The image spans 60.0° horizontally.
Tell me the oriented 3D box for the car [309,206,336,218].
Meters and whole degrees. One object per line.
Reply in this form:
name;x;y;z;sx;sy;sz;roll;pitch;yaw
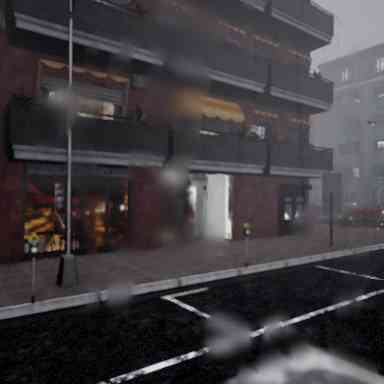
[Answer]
car;13.840;2.165;37.009;1.802;1.307;4.206;0;-1;-35

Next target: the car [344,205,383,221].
car;17.028;1.955;32.470;1.967;1.590;4.097;0;-1;-35
